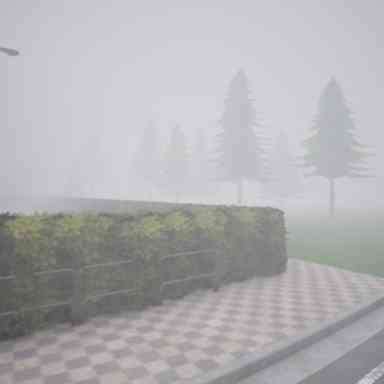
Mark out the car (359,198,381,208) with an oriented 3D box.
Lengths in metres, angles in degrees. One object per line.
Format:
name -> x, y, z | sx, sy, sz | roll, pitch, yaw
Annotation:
car -> 33.092, 2.249, 61.277 | 2.033, 1.411, 5.357 | 0, -1, 12

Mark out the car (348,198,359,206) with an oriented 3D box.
car -> 35.165, 2.097, 71.399 | 2.097, 1.767, 4.553 | 0, -1, 12
